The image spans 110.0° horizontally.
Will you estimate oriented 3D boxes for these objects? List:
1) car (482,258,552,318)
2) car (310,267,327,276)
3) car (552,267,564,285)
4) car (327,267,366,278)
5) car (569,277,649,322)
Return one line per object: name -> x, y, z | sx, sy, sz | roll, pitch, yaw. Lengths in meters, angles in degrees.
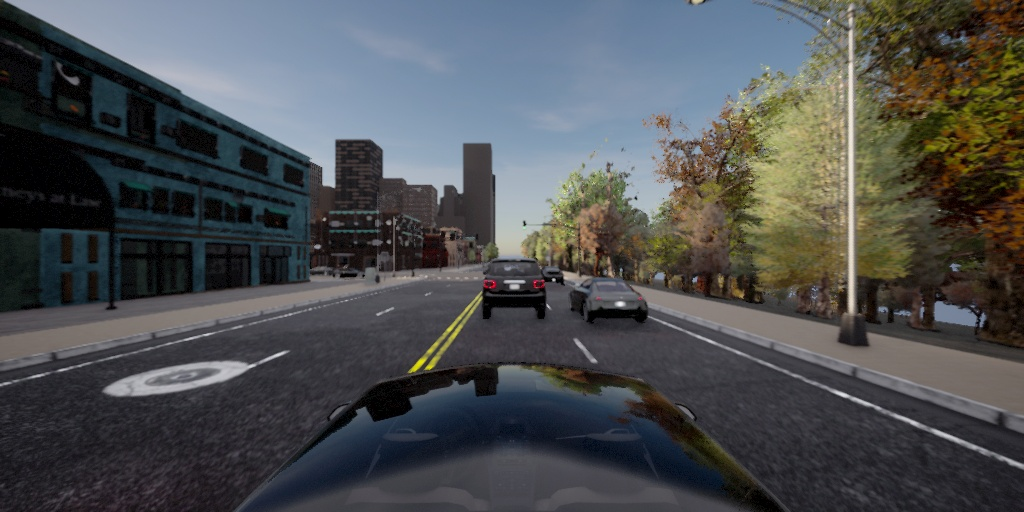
car -> 0.037, 1.125, 13.876 | 2.150, 2.045, 5.566 | 0, -1, -1
car -> -28.600, 2.261, 53.470 | 4.403, 1.370, 2.007 | 0, 0, 0
car -> 3.182, 1.620, 29.856 | 1.837, 1.490, 4.892 | 0, -1, 0
car -> -20.213, 2.147, 45.012 | 4.313, 1.339, 1.948 | 0, 0, 0
car -> 3.285, 1.458, 12.920 | 1.994, 1.385, 4.181 | 0, -1, 0
